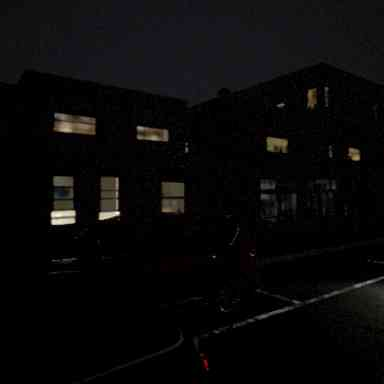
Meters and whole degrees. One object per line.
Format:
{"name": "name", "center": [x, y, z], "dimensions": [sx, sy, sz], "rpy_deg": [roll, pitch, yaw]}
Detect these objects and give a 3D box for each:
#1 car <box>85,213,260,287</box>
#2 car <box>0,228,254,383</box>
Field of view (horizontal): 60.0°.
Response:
{"name": "car", "center": [-0.971, 1.340, 5.890], "dimensions": [5.009, 1.841, 2.192], "rpy_deg": [0, -1, -36]}
{"name": "car", "center": [-2.033, 1.361, 1.945], "dimensions": [4.553, 1.767, 2.097], "rpy_deg": [0, 0, -35]}
